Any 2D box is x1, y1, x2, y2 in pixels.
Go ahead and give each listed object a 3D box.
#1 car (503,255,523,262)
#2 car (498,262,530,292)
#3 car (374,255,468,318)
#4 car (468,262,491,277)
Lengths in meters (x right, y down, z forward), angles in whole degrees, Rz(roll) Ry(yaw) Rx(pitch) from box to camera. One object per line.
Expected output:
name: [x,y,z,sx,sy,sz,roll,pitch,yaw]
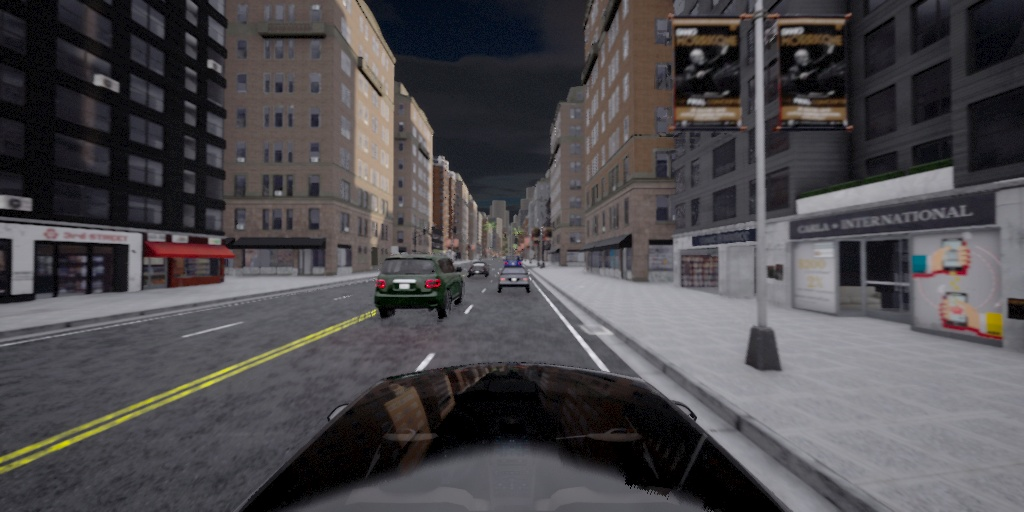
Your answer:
car: [0.116,0.951,41.711,2.150,2.045,5.566,0,0,0]
car: [0.110,1.294,21.436,2.033,1.411,5.357,0,0,0]
car: [-3.145,0.973,13.165,2.150,2.045,5.566,0,0,0]
car: [-3.137,1.261,34.580,1.812,1.442,4.674,0,0,0]
